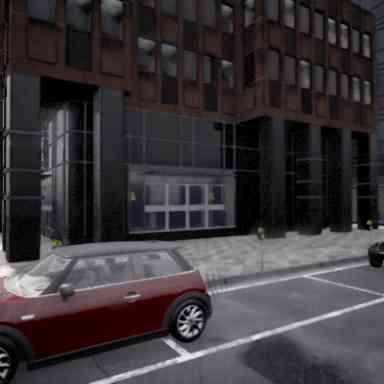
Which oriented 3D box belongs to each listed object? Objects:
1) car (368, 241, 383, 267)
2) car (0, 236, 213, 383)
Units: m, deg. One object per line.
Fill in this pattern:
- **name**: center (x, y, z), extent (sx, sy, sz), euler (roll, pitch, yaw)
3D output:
- **car**: center (7.744, 1.802, 11.126), extent (4.313, 1.339, 1.947), euler (1, -2, -32)
- **car**: center (-1.755, 1.561, 5.188), extent (4.097, 1.590, 1.967), euler (1, -2, -32)
